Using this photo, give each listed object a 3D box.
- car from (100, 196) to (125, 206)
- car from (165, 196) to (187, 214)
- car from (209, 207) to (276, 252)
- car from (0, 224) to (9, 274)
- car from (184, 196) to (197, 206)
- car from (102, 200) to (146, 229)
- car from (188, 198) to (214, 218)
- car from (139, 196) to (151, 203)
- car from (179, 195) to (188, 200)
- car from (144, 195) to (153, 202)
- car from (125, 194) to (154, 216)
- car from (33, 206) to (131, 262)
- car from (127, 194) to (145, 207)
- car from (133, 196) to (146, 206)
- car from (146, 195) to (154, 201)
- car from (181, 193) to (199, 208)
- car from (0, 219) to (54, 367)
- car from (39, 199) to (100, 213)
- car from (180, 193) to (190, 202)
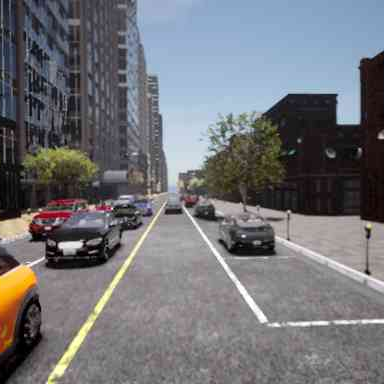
[{"bbox_3d":[-7.345,1.459,28.895,1.967,1.590,4.097,-2,0,-3],"label":"car"},{"bbox_3d":[-1.918,1.491,34.962,2.033,1.411,5.357,-1,0,-3],"label":"car"},{"bbox_3d":[2.089,1.496,13.534,2.008,1.369,4.403,-2,0,-3],"label":"car"},{"bbox_3d":[-6.213,1.620,7.514,1.947,1.339,4.313,-2,0,-3],"label":"car"},{"bbox_3d":[-0.306,1.411,52.372,1.752,1.417,4.829,-2,0,-3],"label":"car"},{"bbox_3d":[-4.301,1.505,21.716,1.837,1.490,4.892,-1,0,-3],"label":"car"},{"bbox_3d":[1.048,1.473,29.368,2.008,1.369,4.403,-2,0,-3],"label":"car"},{"bbox_3d":[-9.629,1.500,68.301,1.887,1.381,4.507,-2,0,-3],"label":"car"},{"bbox_3d":[-2.228,1.398,85.353,1.947,1.339,4.313,-2,0,-3],"label":"car"},{"bbox_3d":[-10.264,1.463,79.182,1.752,1.417,4.829,-2,0,-3],"label":"car"},{"bbox_3d":[-4.865,1.336,31.907,2.097,1.767,4.553,-1,0,-4],"label":"car"},{"bbox_3d":[-3.756,1.507,12.260,2.128,1.511,4.902,-1,0,-3],"label":"car"},{"bbox_3d":[-8.668,1.297,51.723,2.192,1.841,5.009,-2,0,-3],"label":"car"},{"bbox_3d":[-8.975,1.499,57.080,1.752,1.417,4.829,-2,0,-3],"label":"car"},{"bbox_3d":[-10.586,1.454,84.707,1.752,1.417,4.829,-2,0,-3],"label":"car"},{"bbox_3d":[0.020,1.210,46.676,2.192,1.841,5.009,-2,0,-3],"label":"car"},{"bbox_3d":[-3.210,1.381,3.096,2.097,1.767,4.553,-1,0,-4],"label":"car"},{"bbox_3d":[-6.794,1.353,17.839,2.192,1.841,5.009,-2,0,-3],"label":"car"},{"bbox_3d":[-1.591,1.165,74.302,2.192,1.841,5.009,-2,0,-3],"label":"car"}]
